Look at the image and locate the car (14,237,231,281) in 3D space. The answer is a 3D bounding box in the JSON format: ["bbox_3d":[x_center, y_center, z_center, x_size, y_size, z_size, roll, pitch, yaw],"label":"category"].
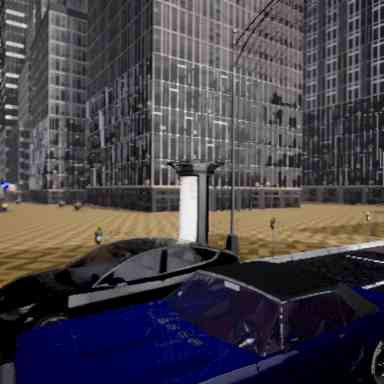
[{"bbox_3d":[-1.026,1.525,5.795,4.313,1.339,1.947,0,0,-34],"label":"car"}]

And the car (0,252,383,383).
[{"bbox_3d":[0.548,1.583,3.732,4.718,1.301,1.895,0,0,-34],"label":"car"}]
